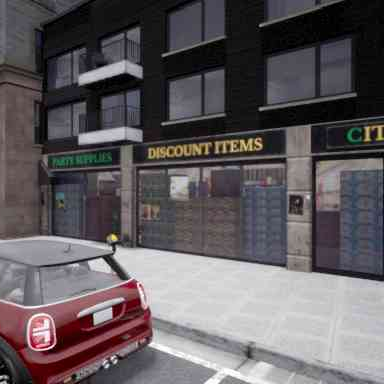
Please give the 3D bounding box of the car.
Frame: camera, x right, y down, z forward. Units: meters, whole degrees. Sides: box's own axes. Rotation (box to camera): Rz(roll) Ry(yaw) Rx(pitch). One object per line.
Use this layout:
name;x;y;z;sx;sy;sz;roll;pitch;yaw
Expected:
car;-2.594;1.440;4.925;4.097;1.590;1.967;0;0;35
